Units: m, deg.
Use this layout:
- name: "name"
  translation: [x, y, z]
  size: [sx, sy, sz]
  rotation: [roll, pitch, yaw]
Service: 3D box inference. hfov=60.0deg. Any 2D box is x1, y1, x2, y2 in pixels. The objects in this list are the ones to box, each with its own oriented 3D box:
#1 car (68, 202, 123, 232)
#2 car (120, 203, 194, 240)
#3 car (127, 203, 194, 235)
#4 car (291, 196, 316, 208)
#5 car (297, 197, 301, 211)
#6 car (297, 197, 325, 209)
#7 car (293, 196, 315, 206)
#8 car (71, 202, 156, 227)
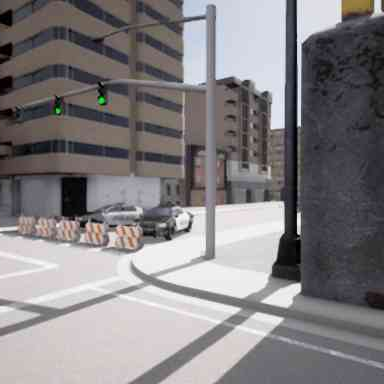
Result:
- name: "car"
  translation: [-4.621, 1.392, 19.579]
  size: [4.974, 1.542, 2.038]
  rotation: [0, 0, -29]
- name: "car"
  translation: [-1.429, 1.409, 16.894]
  size: [2.038, 1.542, 4.974]
  rotation: [0, 0, 16]
- name: "car"
  translation: [-1.415, 1.251, 16.944]
  size: [1.853, 1.218, 4.536]
  rotation: [0, 0, 16]
- name: "car"
  translation: [16.053, 1.393, 47.589]
  size: [2.038, 1.542, 4.974]
  rotation: [0, 0, 36]
- name: "car"
  translation: [13.845, 1.406, 38.671]
  size: [2.038, 1.542, 4.974]
  rotation: [0, 0, 36]
- name: "car"
  translation: [13.875, 1.249, 38.713]
  size: [1.853, 1.218, 4.536]
  rotation: [0, 0, 36]
- name: "car"
  translation: [16.083, 1.235, 47.631]
  size: [1.853, 1.218, 4.536]
  rotation: [0, 0, 36]
- name: "car"
  translation: [-4.576, 1.235, 19.605]
  size: [4.536, 1.218, 1.853]
  rotation: [0, 0, -29]
